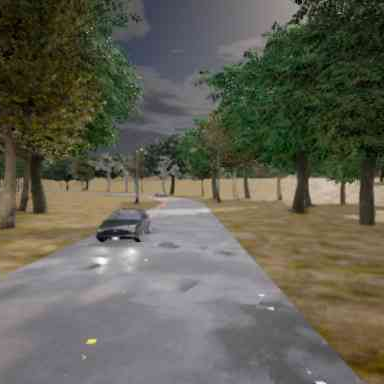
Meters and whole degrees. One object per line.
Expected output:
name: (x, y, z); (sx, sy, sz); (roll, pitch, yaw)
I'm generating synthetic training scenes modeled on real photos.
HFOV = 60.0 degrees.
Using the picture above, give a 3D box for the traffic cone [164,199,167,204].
traffic cone: (-4.188, 1.727, 51.434); (0.340, 0.580, 0.340); (0, 0, -1)

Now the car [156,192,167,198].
car: (-7.759, 0.748, 83.651); (1.882, 1.535, 5.008); (-1, 1, -20)

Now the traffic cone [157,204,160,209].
traffic cone: (-4.187, 1.796, 41.452); (0.340, 0.580, 0.340); (0, 0, 0)

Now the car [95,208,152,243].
car: (-3.094, 1.496, 16.132); (2.033, 1.411, 5.357); (0, 0, 0)

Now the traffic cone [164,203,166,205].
traffic cone: (-4.186, 1.766, 46.456); (0.340, 0.580, 0.340); (0, 0, 0)
